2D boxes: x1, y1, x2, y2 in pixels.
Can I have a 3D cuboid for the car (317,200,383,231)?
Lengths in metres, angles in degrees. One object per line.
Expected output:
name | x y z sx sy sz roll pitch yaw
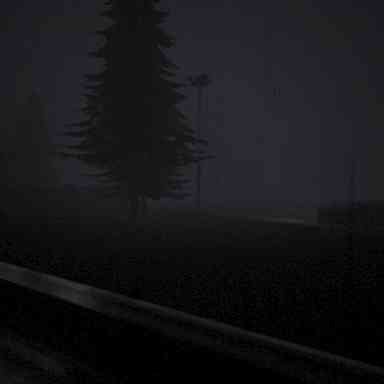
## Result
car | 9.968 1.438 20.357 2.128 1.511 4.902 0 0 -30

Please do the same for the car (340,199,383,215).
car | 18.242 1.465 34.140 2.033 1.411 5.357 0 0 -30

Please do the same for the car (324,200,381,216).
car | 15.372 1.514 32.108 1.895 1.301 4.718 0 0 -30
